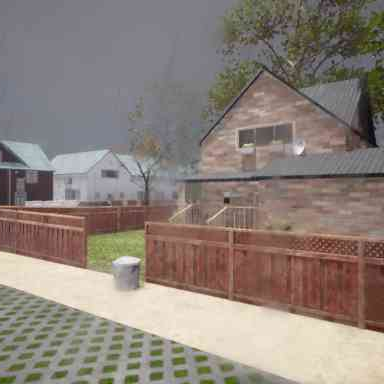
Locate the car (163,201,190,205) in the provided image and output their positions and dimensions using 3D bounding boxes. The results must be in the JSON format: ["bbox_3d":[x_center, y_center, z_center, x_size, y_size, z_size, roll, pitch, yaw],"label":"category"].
[{"bbox_3d":[-1.485,1.766,33.611,2.128,1.511,4.902,0,0,37],"label":"car"}]

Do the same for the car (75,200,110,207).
[{"bbox_3d":[-8.940,1.542,28.569,2.097,1.767,4.553,0,-1,37],"label":"car"}]

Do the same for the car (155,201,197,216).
[{"bbox_3d":[-1.733,1.797,38.195,2.128,1.511,4.902,0,-1,37],"label":"car"}]
